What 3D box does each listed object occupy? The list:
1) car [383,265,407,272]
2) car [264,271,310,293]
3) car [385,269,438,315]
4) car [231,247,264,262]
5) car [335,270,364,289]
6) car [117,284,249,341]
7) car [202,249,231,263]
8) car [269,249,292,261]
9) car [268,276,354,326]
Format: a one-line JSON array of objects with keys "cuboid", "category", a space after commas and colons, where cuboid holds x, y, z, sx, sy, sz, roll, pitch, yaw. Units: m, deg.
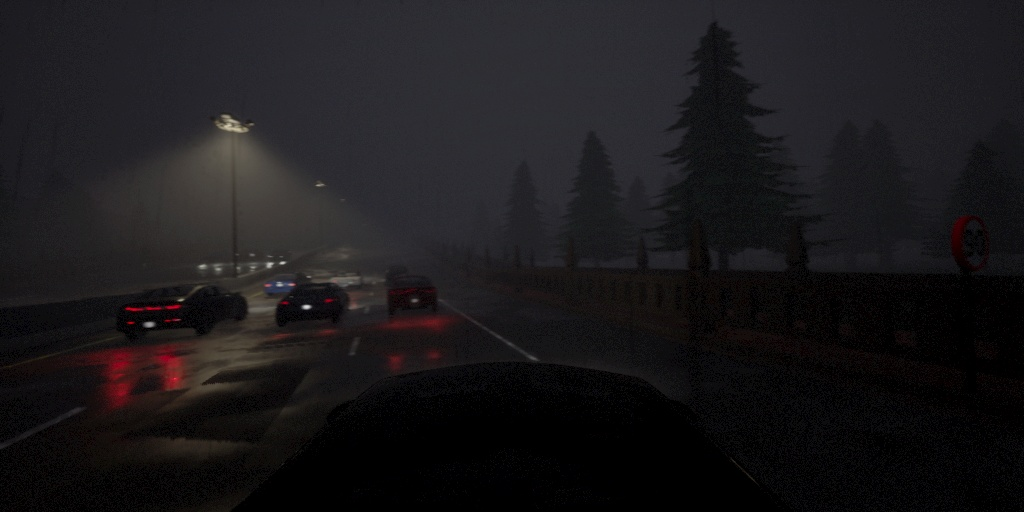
[{"cuboid": [-9.121, 1.490, 28.633, 1.837, 1.490, 4.892, -1, 3, -19], "category": "car"}, {"cuboid": [-14.980, 1.753, 24.197, 2.033, 1.411, 5.357, -1, 2, -19], "category": "car"}, {"cuboid": [-4.475, 1.550, 15.821, 1.882, 1.535, 5.008, -1, 0, -19], "category": "car"}, {"cuboid": [-34.743, -0.252, 47.582, 2.097, 1.767, 4.553, -1, 6, -20], "category": "car"}, {"cuboid": [-12.197, 1.685, 26.838, 1.895, 1.301, 4.718, -1, 2, -19], "category": "car"}, {"cuboid": [-10.513, 1.689, 11.892, 2.128, 1.511, 4.902, -1, -1, -19], "category": "car"}, {"cuboid": [-38.013, -0.043, 46.356, 1.882, 1.535, 5.008, -1, 6, -19], "category": "car"}, {"cuboid": [-31.431, -0.174, 48.714, 1.837, 1.490, 4.892, -1, 6, -20], "category": "car"}, {"cuboid": [-7.456, 1.699, 13.759, 1.994, 1.385, 4.181, -1, -1, -19], "category": "car"}]
